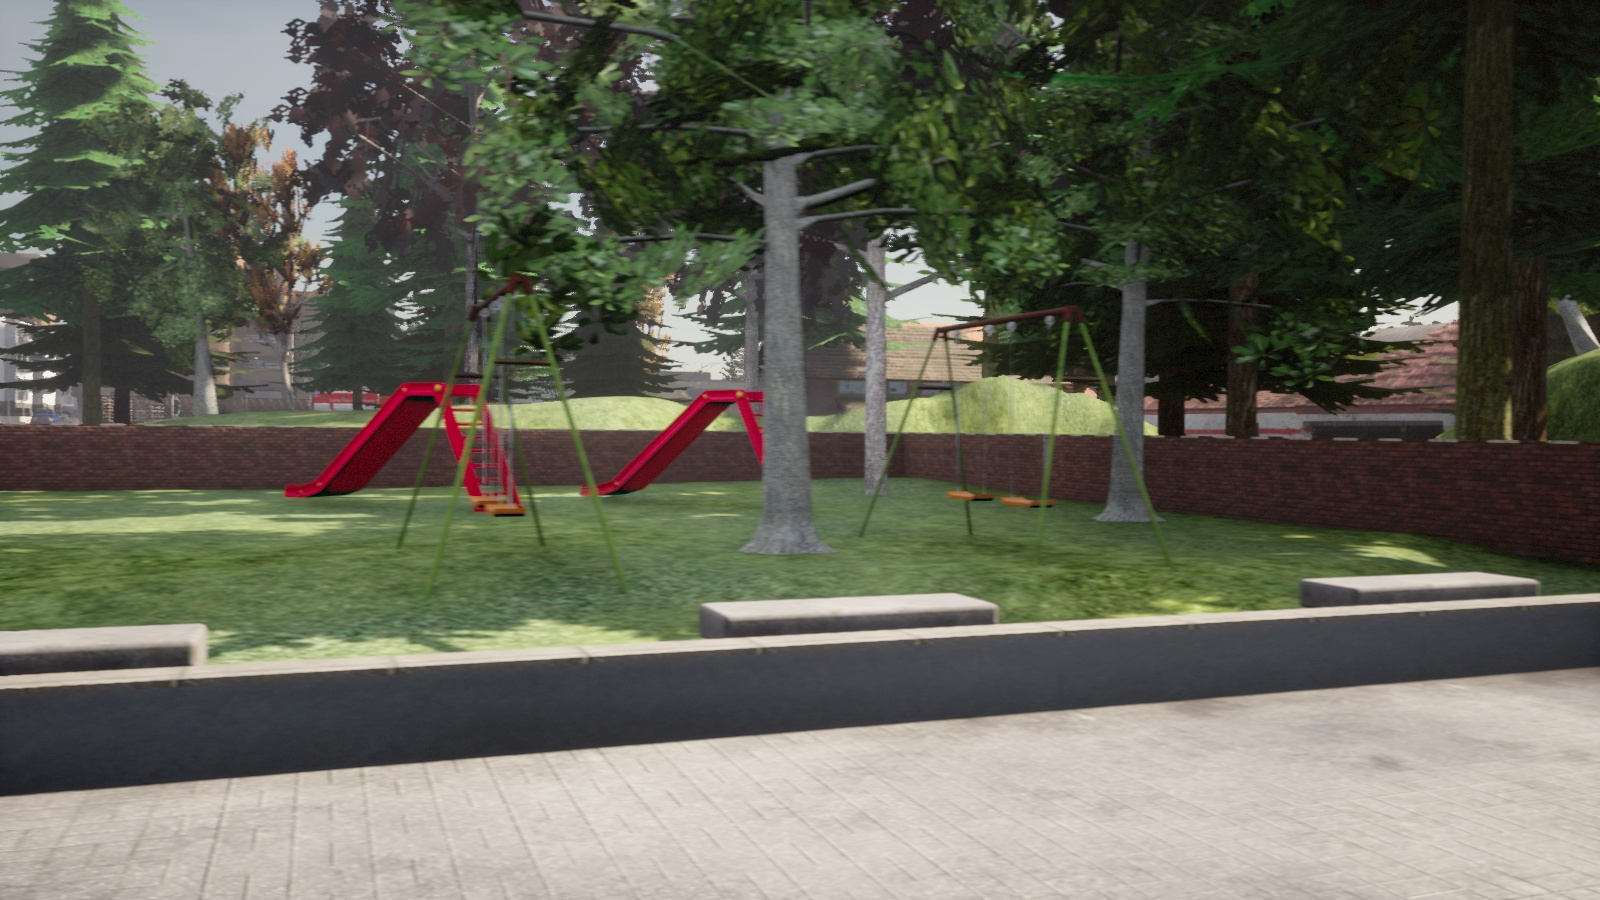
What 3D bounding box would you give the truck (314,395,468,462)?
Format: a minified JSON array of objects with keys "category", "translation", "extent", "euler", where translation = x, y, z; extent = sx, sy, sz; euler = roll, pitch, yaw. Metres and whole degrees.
[{"category":"truck","translation":[-24.070,-1.310,73.980],"extent":[8.468,3.827,2.891],"euler":[-1,1,-21]}]
